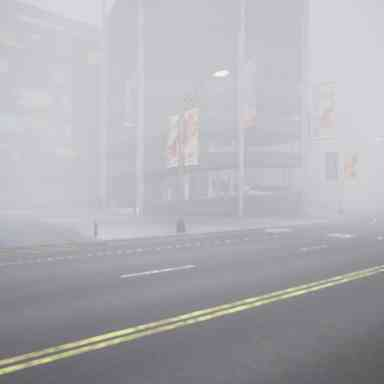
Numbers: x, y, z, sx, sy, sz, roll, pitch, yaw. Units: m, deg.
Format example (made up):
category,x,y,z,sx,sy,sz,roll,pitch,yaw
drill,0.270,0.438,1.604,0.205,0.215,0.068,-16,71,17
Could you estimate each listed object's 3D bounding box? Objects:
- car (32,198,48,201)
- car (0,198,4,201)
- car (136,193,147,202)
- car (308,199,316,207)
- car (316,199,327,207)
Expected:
category,x,y,z,sx,sy,sz,roll,pitch,yaw
car,-25.764,1.573,56.555,1.895,1.301,4.718,1,0,-36
car,-24.937,1.361,42.623,2.002,1.452,4.674,1,0,-36
car,-11.247,1.310,68.055,2.435,2.045,5.566,1,0,-36
car,19.588,1.823,60.708,2.097,1.767,4.553,1,0,-25
car,22.727,2.053,62.281,2.033,1.411,5.357,1,0,-25
